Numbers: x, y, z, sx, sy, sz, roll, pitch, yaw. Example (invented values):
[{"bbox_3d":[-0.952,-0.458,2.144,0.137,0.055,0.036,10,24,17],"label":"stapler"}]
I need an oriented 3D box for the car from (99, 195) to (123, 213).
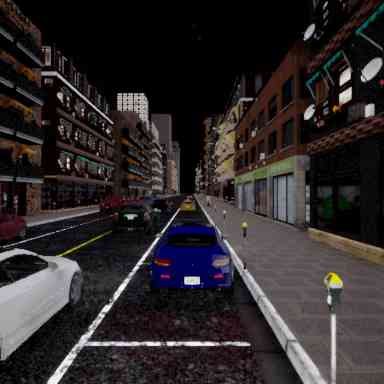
[{"bbox_3d":[-8.833,1.314,37.157,2.192,1.841,5.009,0,0,0],"label":"car"}]

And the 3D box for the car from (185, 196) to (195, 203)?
[{"bbox_3d":[-0.453,1.545,70.970,2.008,1.369,4.403,0,0,0],"label":"car"}]

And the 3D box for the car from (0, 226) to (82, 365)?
[{"bbox_3d":[-3.144,1.526,4.889,1.812,1.442,4.674,0,0,0],"label":"car"}]

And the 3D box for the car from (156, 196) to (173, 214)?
[{"bbox_3d":[-3.103,1.506,34.200,1.837,1.490,4.892,0,0,1],"label":"car"}]

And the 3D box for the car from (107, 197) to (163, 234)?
[{"bbox_3d":[-3.104,1.352,19.114,2.097,1.767,4.553,0,0,1],"label":"car"}]

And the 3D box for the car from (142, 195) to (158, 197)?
[{"bbox_3d":[-6.192,1.350,44.091,2.097,1.767,4.553,0,0,0],"label":"car"}]

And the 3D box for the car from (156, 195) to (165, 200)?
[{"bbox_3d":[-8.834,1.539,93.519,2.008,1.369,4.403,0,0,0],"label":"car"}]

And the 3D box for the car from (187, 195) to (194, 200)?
[{"bbox_3d":[-0.452,1.513,93.685,1.752,1.417,4.829,0,0,0],"label":"car"}]

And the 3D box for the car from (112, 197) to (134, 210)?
[{"bbox_3d":[-8.834,1.439,42.793,1.967,1.590,4.097,0,0,0],"label":"car"}]

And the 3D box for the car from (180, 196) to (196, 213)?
[{"bbox_3d":[-0.454,1.525,37.323,1.752,1.417,4.829,0,0,0],"label":"car"}]

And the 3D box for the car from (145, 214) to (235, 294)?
[{"bbox_3d":[0.004,1.526,8.649,1.812,1.442,4.674,0,0,0],"label":"car"}]

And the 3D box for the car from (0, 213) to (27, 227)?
[{"bbox_3d":[-8.835,1.583,14.612,1.802,1.307,4.206,0,0,0],"label":"car"}]

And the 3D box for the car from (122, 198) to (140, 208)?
[{"bbox_3d":[-8.834,1.543,48.430,1.887,1.381,4.507,0,0,0],"label":"car"}]
